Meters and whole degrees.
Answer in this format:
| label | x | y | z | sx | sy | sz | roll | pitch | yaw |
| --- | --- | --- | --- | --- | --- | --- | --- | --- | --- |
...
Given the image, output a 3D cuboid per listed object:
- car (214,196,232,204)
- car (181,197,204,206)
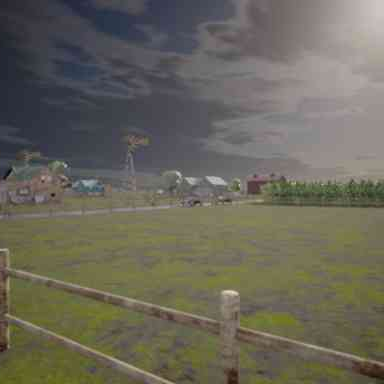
| label | x | y | z | sx | sy | sz | roll | pitch | yaw |
| --- | --- | --- | --- | --- | --- | --- | --- | --- | --- |
| car | 5.926 | 1.502 | 62.980 | 1.812 | 1.442 | 4.674 | -1 | 0 | 34 |
| car | 0.092 | 1.519 | 54.390 | 2.128 | 1.511 | 4.902 | -1 | 0 | 35 |
